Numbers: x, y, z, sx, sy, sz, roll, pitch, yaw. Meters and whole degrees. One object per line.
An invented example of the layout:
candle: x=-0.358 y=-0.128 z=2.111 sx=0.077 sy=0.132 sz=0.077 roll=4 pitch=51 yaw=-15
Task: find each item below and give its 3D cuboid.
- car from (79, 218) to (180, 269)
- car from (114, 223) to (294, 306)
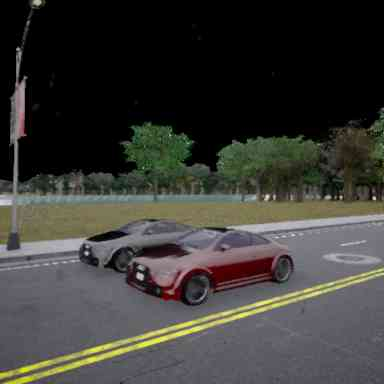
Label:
car: x=-1.385 y=1.566 z=10.679 sx=4.181 sy=1.385 sz=1.994 roll=0 pitch=0 yaw=-35
car: x=0.547 y=1.566 z=8.065 sx=4.181 sy=1.385 sz=1.994 roll=0 pitch=0 yaw=-35
